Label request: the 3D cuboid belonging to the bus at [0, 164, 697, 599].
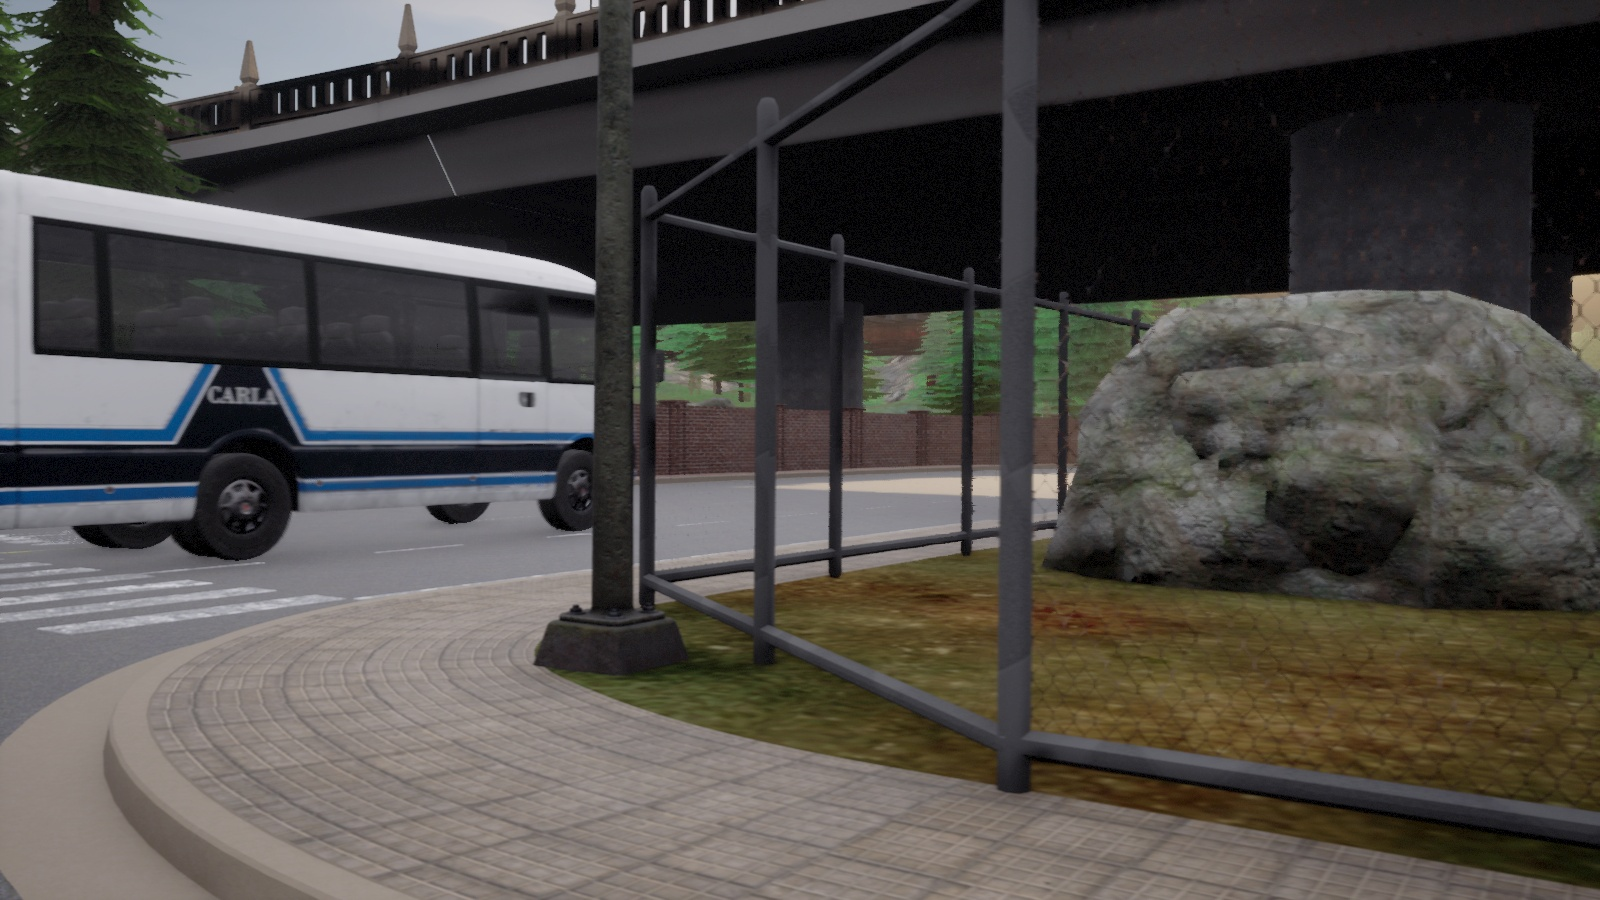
[{"bbox_3d":[-6.201,-0.743,17.671,3.944,4.253,10.273,0,1,33],"label":"bus"}]
